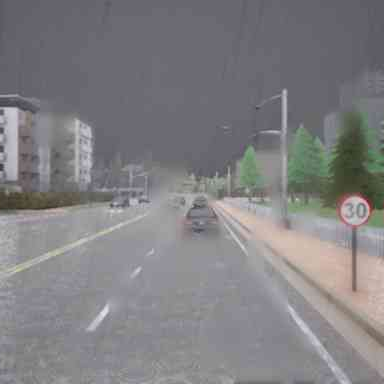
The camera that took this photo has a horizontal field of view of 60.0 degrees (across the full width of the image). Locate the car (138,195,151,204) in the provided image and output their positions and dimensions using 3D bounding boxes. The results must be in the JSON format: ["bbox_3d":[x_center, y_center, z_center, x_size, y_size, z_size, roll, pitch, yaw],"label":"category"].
[{"bbox_3d":[-8.952,1.362,63.136,1.882,1.535,5.008,0,0,2],"label":"car"}]

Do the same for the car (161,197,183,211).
[{"bbox_3d":[-2.469,1.544,38.998,1.895,1.301,4.718,0,0,2],"label":"car"}]

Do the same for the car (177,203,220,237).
[{"bbox_3d":[0.514,1.529,17.940,2.033,1.411,5.357,0,0,1],"label":"car"}]

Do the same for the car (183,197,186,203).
[{"bbox_3d":[-2.034,1.472,56.053,2.033,1.411,5.357,0,0,2],"label":"car"}]

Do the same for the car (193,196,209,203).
[{"bbox_3d":[1.140,1.447,42.959,2.128,1.511,4.902,0,0,2],"label":"car"}]

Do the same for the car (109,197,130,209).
[{"bbox_3d":[-9.510,1.396,44.010,2.128,1.511,4.902,0,0,2],"label":"car"}]

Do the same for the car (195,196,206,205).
[{"bbox_3d":[1.558,1.442,59.536,1.837,1.490,4.892,0,0,2],"label":"car"}]
